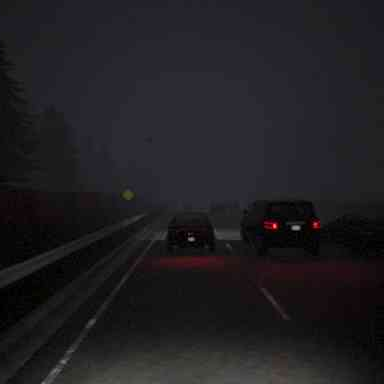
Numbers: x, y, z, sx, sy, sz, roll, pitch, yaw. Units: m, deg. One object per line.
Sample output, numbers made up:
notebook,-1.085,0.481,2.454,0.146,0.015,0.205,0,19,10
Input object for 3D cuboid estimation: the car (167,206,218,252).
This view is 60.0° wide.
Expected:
car,-0.064,1.623,14.830,1.882,1.535,5.008,-1,0,-1

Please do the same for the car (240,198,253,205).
car,12.826,2.126,78.556,2.128,1.511,4.902,-1,-1,-1

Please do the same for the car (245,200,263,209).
car,9.814,1.957,53.157,1.994,1.385,4.181,-1,-1,-1

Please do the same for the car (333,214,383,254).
car,6.951,1.613,13.836,1.994,1.385,4.181,-1,0,-1

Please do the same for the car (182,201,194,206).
car,-0.661,2.111,51.771,1.895,1.301,4.718,-1,-1,-1

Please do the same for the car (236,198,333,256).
car,3.448,1.314,13.793,2.150,2.045,5.566,-1,0,-1

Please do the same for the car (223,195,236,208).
car,6.307,1.789,53.251,2.097,1.767,4.553,-1,-1,-1

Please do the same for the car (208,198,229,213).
car,3.078,1.844,41.777,1.882,1.535,5.008,-1,0,-1
